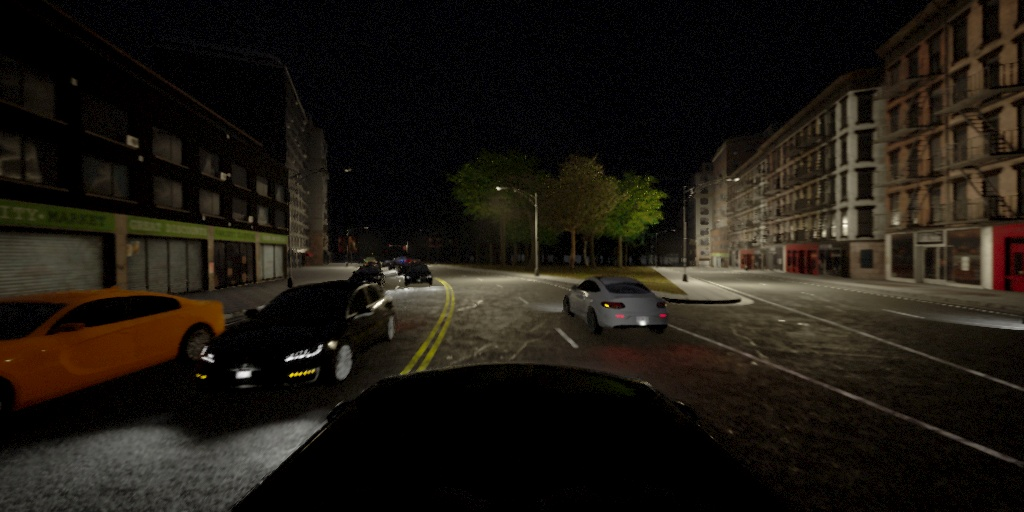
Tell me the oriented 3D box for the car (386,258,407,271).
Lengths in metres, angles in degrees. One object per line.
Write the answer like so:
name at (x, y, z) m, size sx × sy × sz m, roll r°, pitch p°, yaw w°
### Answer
car at (-18.069, 1.427, 55.611) m, size 2.128 × 1.511 × 4.902 m, roll -1°, pitch 0°, yaw -22°

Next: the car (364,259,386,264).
car at (-19.093, 1.506, 49.783) m, size 2.033 × 1.411 × 5.357 m, roll -1°, pitch 0°, yaw -22°

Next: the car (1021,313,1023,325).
car at (13.591, 1.280, 7.367) m, size 1.994 × 1.385 × 4.181 m, roll 0°, pitch -1°, yaw 20°

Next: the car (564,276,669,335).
car at (2.842, 1.297, 10.536) m, size 1.812 × 1.442 × 4.674 m, roll 0°, pitch 0°, yaw -4°

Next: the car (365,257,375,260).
car at (-22.581, 1.464, 57.969) m, size 1.882 × 1.535 × 5.008 m, roll -1°, pitch 1°, yaw -22°

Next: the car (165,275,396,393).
car at (-3.663, 1.301, 7.087) m, size 1.837 × 1.490 × 4.892 m, roll 0°, pitch 0°, yaw -4°

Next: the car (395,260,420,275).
car at (-11.880, 1.449, 40.910) m, size 1.994 × 1.385 × 4.181 m, roll -1°, pitch 0°, yaw -23°

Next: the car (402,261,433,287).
car at (-6.612, 1.342, 25.462) m, size 1.812 × 1.442 × 4.674 m, roll -1°, pitch 0°, yaw -15°

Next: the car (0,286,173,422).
car at (-6.866, 1.287, 5.409) m, size 1.882 × 1.535 × 5.008 m, roll 0°, pitch 0°, yaw -3°

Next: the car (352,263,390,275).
car at (-9.728, 1.438, 24.345) m, size 1.994 × 1.385 × 4.181 m, roll -1°, pitch 0°, yaw -15°
